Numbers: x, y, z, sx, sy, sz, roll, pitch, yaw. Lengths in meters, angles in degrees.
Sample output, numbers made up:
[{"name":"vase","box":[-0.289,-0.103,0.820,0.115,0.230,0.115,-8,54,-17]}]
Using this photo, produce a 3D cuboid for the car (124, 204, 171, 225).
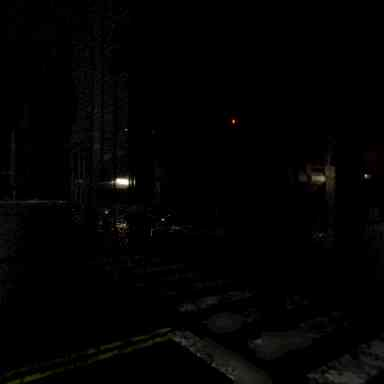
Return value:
[{"name":"car","box":[-3.370,1.605,24.360,1.812,1.442,4.674,1,-1,-37]}]

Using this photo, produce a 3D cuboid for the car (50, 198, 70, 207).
[{"name":"car","box":[-22.588,1.768,56.909,2.128,1.511,4.902,1,-1,-35]}]

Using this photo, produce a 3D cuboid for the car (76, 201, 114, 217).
[{"name":"car","box":[-9.324,1.617,32.722,2.128,1.511,4.902,1,-1,-36]}]

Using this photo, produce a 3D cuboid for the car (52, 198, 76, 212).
[{"name":"car","box":[-15.478,1.722,41.408,2.033,1.411,5.357,1,-1,-34]}]
